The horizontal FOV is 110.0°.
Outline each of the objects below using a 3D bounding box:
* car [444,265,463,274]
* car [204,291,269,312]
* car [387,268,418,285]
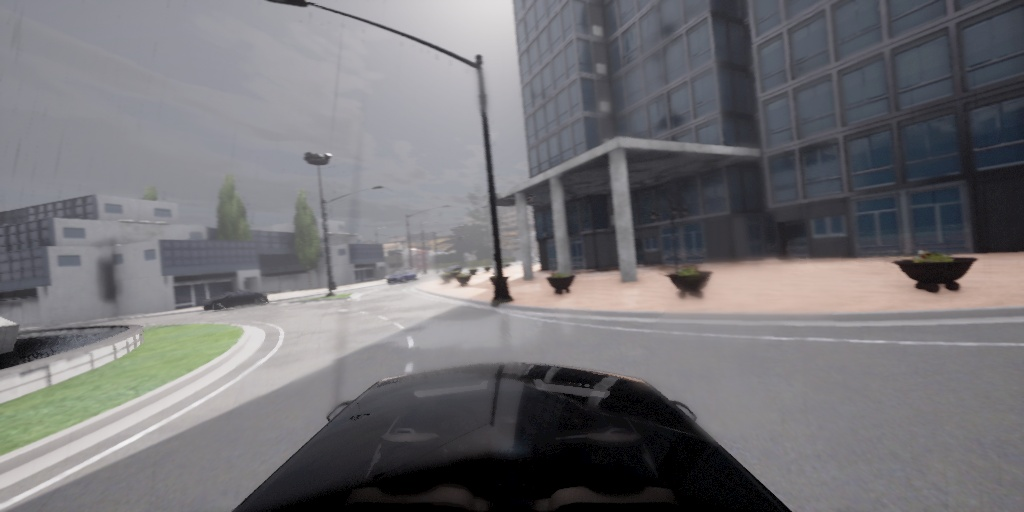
[{"bbox_3d":[-9.932,2.336,61.147,2.128,1.511,4.902,-6,0,13],"label":"car"},{"bbox_3d":[-22.027,3.520,28.742,4.181,1.385,1.994,-5,0,-42],"label":"car"},{"bbox_3d":[-13.834,2.538,45.168,2.097,1.767,4.553,-6,0,14],"label":"car"}]
